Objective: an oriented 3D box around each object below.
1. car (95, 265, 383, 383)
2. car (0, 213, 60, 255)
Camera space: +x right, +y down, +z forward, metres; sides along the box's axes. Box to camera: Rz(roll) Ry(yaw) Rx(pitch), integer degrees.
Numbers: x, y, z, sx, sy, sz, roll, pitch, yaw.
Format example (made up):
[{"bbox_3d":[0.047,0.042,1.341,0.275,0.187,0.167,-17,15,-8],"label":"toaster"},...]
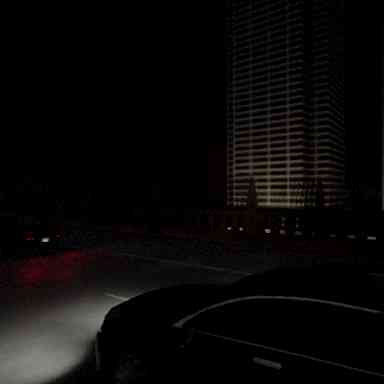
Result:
[{"bbox_3d":[1.111,1.507,3.200,4.892,1.490,1.837,0,0,35],"label":"car"},{"bbox_3d":[-7.206,1.573,13.433,4.674,1.442,1.812,0,0,36],"label":"car"}]
